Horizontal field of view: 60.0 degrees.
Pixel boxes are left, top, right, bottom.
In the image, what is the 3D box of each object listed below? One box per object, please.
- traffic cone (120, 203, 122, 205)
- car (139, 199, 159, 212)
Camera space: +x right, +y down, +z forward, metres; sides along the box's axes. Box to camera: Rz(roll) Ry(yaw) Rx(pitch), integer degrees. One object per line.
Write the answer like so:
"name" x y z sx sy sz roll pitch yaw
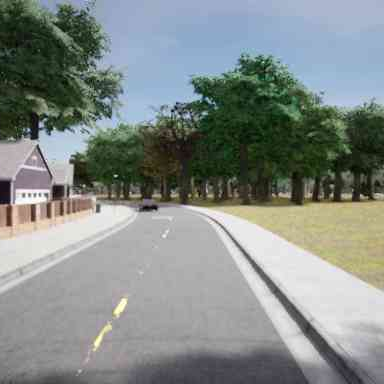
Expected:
"traffic cone" -11.857 1.815 55.541 0.340 0.580 0.340 0 0 -25
"car" -4.768 1.499 36.543 1.895 1.301 4.718 0 0 -12
